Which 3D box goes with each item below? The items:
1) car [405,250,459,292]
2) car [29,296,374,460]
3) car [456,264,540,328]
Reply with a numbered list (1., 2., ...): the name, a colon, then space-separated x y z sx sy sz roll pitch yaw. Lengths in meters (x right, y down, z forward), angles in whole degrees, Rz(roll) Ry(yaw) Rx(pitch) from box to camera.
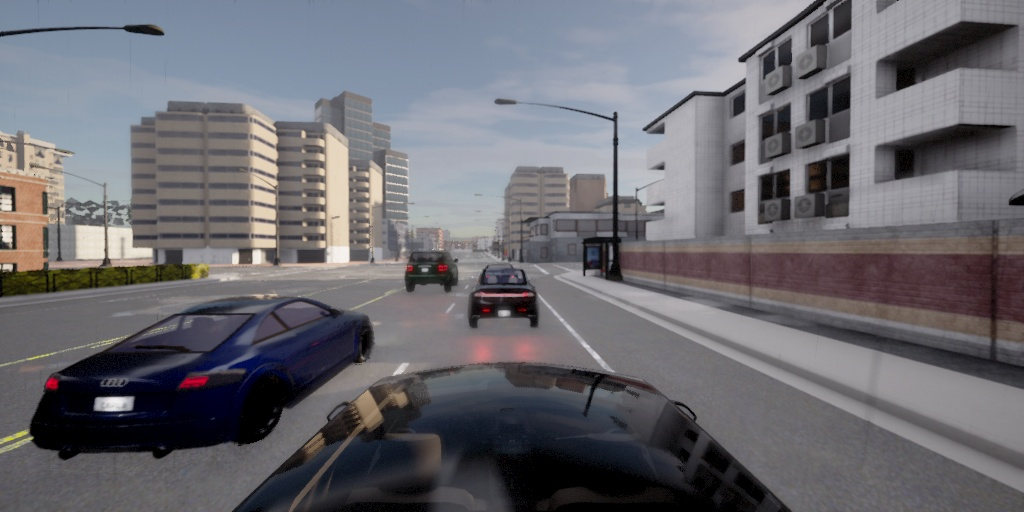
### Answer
1. car: -4.146 0.715 19.180 2.150 2.045 5.566 0 0 -3
2. car: -3.607 1.268 5.221 1.994 1.385 4.181 0 1 -1
3. car: -0.271 1.103 10.853 2.128 1.511 4.902 0 1 -2
